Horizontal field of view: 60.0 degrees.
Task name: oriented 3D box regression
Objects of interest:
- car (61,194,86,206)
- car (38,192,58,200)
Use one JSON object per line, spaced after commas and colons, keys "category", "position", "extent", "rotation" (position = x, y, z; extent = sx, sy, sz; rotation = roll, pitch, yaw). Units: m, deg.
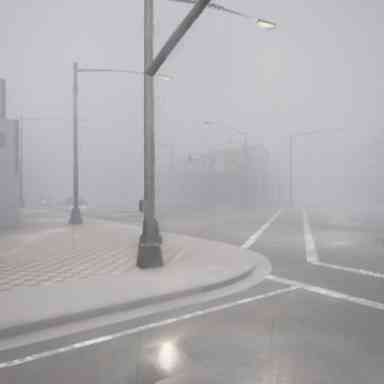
{"category": "car", "position": [-15.841, 1.133, 45.150], "extent": [1.994, 1.385, 4.181], "rotation": [0, 2, -36]}
{"category": "car", "position": [-25.604, 0.704, 58.705], "extent": [1.812, 1.442, 4.674], "rotation": [0, 1, -35]}
